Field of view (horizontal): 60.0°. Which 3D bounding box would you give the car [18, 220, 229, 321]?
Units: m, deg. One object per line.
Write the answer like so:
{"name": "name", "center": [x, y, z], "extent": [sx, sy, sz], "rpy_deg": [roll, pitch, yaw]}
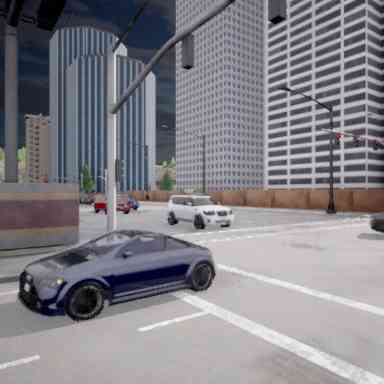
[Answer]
{"name": "car", "center": [-1.444, 1.564, 7.320], "extent": [4.181, 1.385, 1.994], "rpy_deg": [0, 0, -38]}

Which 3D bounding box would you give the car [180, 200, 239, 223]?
{"name": "car", "center": [1.235, 1.491, 26.471], "extent": [2.128, 1.511, 4.902], "rpy_deg": [0, 0, -35]}

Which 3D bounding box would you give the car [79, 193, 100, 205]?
{"name": "car", "center": [-19.163, 1.221, 61.829], "extent": [2.150, 2.045, 5.566], "rpy_deg": [0, 0, -35]}

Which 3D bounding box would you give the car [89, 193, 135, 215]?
{"name": "car", "center": [-8.249, 1.223, 33.857], "extent": [2.150, 2.045, 5.566], "rpy_deg": [0, 0, -35]}

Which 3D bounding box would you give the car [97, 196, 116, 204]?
{"name": "car", "center": [-16.571, 1.546, 64.210], "extent": [2.033, 1.411, 5.357], "rpy_deg": [0, 0, -34]}

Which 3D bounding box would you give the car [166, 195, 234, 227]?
{"name": "car", "center": [0.345, 1.221, 21.486], "extent": [2.150, 2.045, 5.566], "rpy_deg": [0, 0, -32]}

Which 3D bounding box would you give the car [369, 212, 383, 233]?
{"name": "car", "center": [11.495, 1.505, 16.337], "extent": [4.892, 1.490, 1.837], "rpy_deg": [0, 2, 26]}

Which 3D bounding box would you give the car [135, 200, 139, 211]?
{"name": "car", "center": [-8.451, 1.223, 40.224], "extent": [2.150, 2.045, 5.566], "rpy_deg": [0, 0, -35]}

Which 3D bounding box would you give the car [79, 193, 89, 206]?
{"name": "car", "center": [-18.101, 1.133, 54.075], "extent": [2.150, 2.045, 5.566], "rpy_deg": [0, 0, -35]}
